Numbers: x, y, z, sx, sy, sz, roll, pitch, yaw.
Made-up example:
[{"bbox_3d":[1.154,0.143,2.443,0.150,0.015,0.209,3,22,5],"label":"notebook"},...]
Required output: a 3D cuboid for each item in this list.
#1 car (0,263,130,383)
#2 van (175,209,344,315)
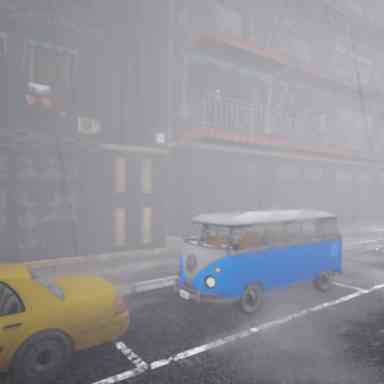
[{"bbox_3d":[-3.156,1.528,3.835,4.829,1.417,1.752,0,1,-35],"label":"car"},{"bbox_3d":[1.581,1.309,7.208,3.998,1.788,1.690,0,1,-35],"label":"van"}]
